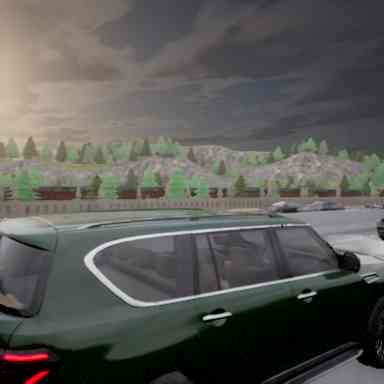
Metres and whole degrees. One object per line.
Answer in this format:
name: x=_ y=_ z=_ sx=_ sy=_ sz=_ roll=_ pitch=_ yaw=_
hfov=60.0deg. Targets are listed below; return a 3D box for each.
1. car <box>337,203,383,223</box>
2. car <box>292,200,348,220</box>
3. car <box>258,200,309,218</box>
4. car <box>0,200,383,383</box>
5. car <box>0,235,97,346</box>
car: x=13.688 y=1.601 z=25.933 sx=4.718 sy=1.301 sz=1.895 roll=0 pitch=0 yaw=-30
car: x=10.958 y=1.505 z=28.372 sx=4.892 sy=1.490 sz=1.837 roll=0 pitch=0 yaw=-31
car: x=8.552 y=1.526 z=30.994 sx=4.674 sy=1.442 sz=1.812 roll=0 pitch=0 yaw=-31
car: x=0.446 y=1.221 z=4.064 sx=5.566 sy=2.045 sz=2.150 roll=0 pitch=0 yaw=-35
car: x=-4.098 y=1.600 z=5.123 sx=4.718 sy=1.301 sz=1.895 roll=0 pitch=0 yaw=-35
